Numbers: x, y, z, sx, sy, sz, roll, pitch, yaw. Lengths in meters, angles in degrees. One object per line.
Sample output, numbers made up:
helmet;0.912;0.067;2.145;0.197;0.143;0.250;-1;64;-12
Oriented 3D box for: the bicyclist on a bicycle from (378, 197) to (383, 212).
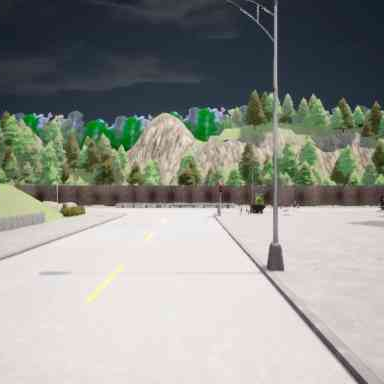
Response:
bicyclist on a bicycle;19.985;1.326;34.816;0.582;1.620;1.656;0;0;0
